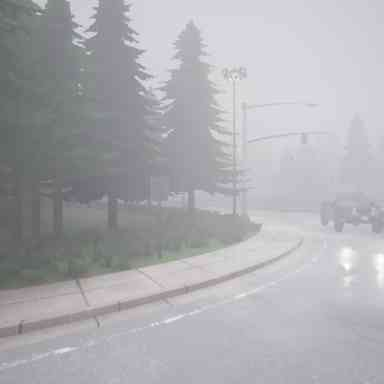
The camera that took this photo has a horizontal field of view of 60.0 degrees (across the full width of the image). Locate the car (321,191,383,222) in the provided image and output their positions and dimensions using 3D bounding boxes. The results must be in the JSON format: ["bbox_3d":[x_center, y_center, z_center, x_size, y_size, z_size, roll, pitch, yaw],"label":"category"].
[{"bbox_3d":[8.868,0.943,18.939,2.150,2.045,5.566,0,0,9],"label":"car"}]
